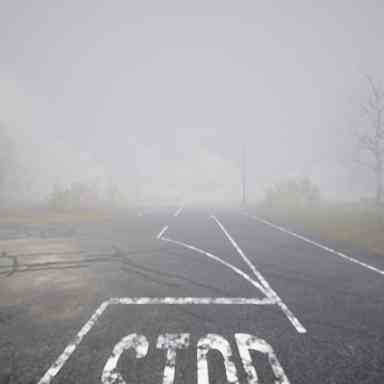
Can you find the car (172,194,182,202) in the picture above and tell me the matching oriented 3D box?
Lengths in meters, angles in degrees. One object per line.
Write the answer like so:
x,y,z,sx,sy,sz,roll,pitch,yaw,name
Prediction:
-3.156,1.199,70.061,2.097,1.767,4.553,0,0,0,car
